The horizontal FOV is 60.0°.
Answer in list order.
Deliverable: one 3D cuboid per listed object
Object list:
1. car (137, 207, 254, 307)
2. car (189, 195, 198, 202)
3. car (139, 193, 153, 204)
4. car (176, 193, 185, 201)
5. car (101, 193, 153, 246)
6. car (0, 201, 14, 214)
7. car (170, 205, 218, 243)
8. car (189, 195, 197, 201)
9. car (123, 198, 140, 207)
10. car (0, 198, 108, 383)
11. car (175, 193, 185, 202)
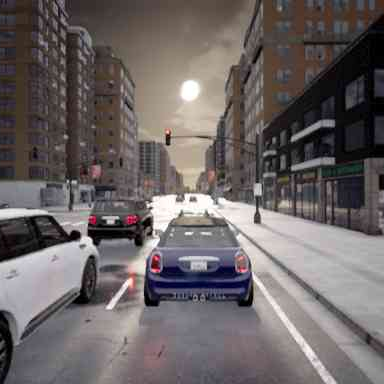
[{"bbox_3d":[0.127,1.358,8.165,2.097,1.767,4.553,0,0,0],"label":"car"},{"bbox_3d":[0.287,1.617,78.237,1.812,1.442,4.674,0,0,0],"label":"car"},{"bbox_3d":[-9.497,1.305,69.165,2.150,2.045,5.566,0,0,0],"label":"car"},{"bbox_3d":[-2.926,1.224,88.287,2.150,2.045,5.566,0,0,0],"label":"car"},{"bbox_3d":[-3.096,1.234,15.361,2.150,2.045,5.566,0,0,0],"label":"car"},{"bbox_3d":[-22.018,1.619,36.084,4.313,1.339,1.947,0,0,0],"label":"car"},{"bbox_3d":[0.118,1.505,17.233,2.128,1.511,4.902,0,0,1],"label":"car"},{"bbox_3d":[0.323,1.551,88.245,1.994,1.385,4.181,0,0,0],"label":"car"},{"bbox_3d":[-9.642,1.657,53.376,1.895,1.301,4.718,0,0,0],"label":"car"},{"bbox_3d":[-3.138,1.225,5.008,2.150,2.045,5.566,0,0,1],"label":"car"},{"bbox_3d":[-2.964,1.632,77.835,2.033,1.411,5.357,0,0,0],"label":"car"}]
